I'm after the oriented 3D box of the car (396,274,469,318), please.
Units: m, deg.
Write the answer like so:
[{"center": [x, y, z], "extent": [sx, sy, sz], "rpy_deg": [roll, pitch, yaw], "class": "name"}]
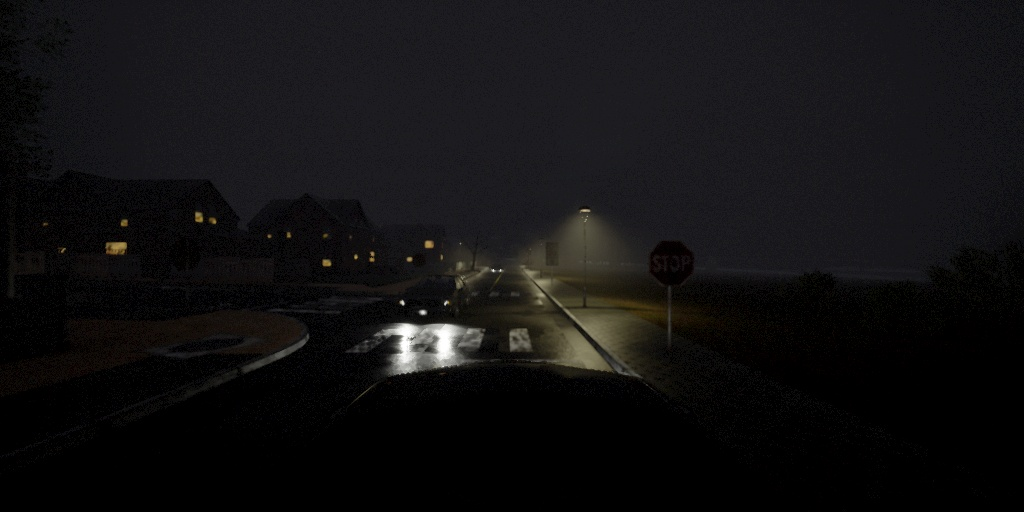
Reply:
[{"center": [-2.759, 1.412, 13.788], "extent": [2.033, 1.411, 5.357], "rpy_deg": [1, -1, 0], "class": "car"}]
